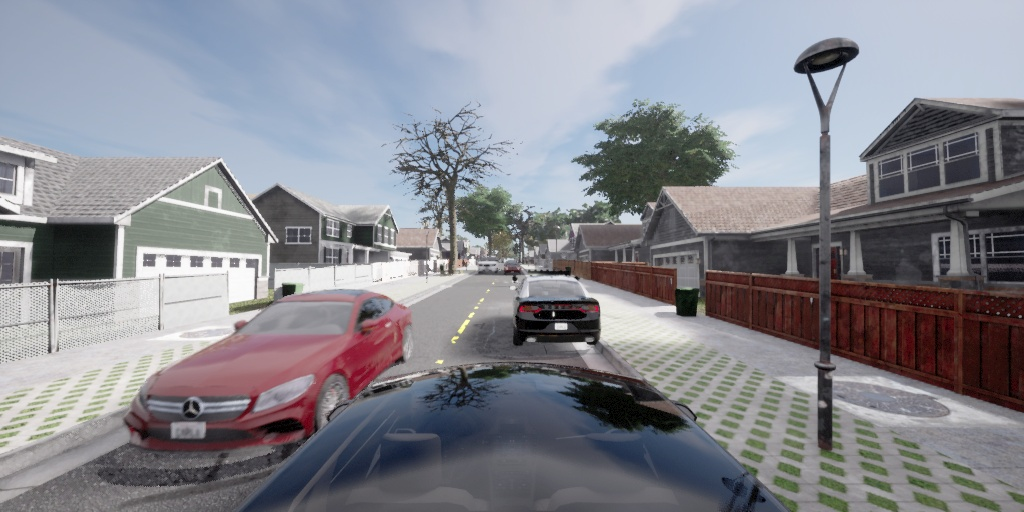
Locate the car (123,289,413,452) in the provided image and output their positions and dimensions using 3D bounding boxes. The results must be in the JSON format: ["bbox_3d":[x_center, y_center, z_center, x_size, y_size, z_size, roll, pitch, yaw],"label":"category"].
[{"bbox_3d":[-2.850,1.278,5.481,1.812,1.442,4.674,0,0,0],"label":"car"}]

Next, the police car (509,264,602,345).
[{"bbox_3d":[0.964,1.178,9.625,1.930,1.638,5.238,0,0,0],"label":"police car"}]

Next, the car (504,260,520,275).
[{"bbox_3d":[0.085,1.379,39.520,1.895,1.301,4.718,0,0,0],"label":"car"}]

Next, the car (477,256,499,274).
[{"bbox_3d":[-2.747,1.007,41.928,2.150,2.045,5.566,0,0,0],"label":"car"}]
